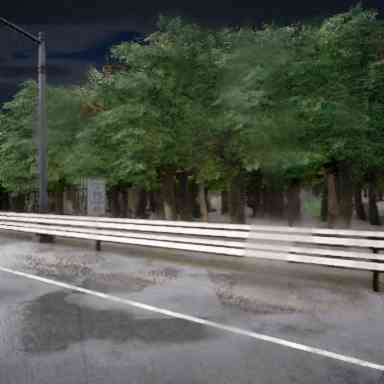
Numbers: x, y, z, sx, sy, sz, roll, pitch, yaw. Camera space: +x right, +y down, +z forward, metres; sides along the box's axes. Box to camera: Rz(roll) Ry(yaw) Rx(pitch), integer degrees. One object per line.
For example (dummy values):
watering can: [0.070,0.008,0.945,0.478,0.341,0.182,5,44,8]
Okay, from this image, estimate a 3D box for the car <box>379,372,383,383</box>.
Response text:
car: [3.676,1.519,1.242,5.357,1.411,2.033,-1,-1,35]
